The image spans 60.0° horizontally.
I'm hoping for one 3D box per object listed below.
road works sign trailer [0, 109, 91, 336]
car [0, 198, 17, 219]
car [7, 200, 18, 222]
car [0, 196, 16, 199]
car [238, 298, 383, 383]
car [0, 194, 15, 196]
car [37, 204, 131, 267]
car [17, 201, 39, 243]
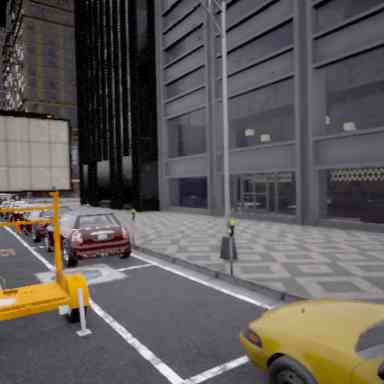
[{"bbox_3d":[-3.299,0.422,5.646,2.380,3.560,2.880,-2,1,-34],"label":"road works sign trailer"},{"bbox_3d":[-12.762,1.376,24.603,2.008,1.369,4.403,-3,2,-34],"label":"car"},{"bbox_3d":[-9.722,1.381,20.111,1.887,1.381,4.507,-3,2,-34],"label":"car"},{"bbox_3d":[-15.900,1.340,29.236,1.752,1.417,4.829,-3,2,-34],"label":"car"},{"bbox_3d":[2.351,1.408,2.284,1.752,1.417,4.829,-3,2,-34],"label":"car"},{"bbox_3d":[-18.853,1.119,33.583,2.192,1.841,5.009,-3,2,-34],"label":"car"},{"bbox_3d":[-3.640,1.299,11.125,1.967,1.590,4.097,-3,2,-34],"label":"car"},{"bbox_3d":[-6.682,1.287,15.617,1.967,1.590,4.097,-3,2,-34],"label":"car"}]
